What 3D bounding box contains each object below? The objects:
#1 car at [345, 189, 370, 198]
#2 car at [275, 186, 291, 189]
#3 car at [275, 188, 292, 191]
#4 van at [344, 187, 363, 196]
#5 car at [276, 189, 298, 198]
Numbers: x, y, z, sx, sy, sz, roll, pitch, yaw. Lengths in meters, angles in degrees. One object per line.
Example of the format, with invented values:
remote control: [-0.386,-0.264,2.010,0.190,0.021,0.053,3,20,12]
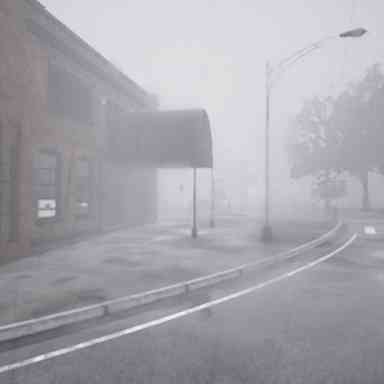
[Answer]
car: [41.294,0.716,81.966,5.008,1.535,2.097,0,4,-6]
car: [25.611,0.187,89.695,4.553,1.767,2.185,-2,4,-8]
car: [25.002,0.549,86.832,4.792,1.488,2.163,-2,4,-8]
van: [42.136,0.279,84.866,4.442,1.987,1.878,0,4,-6]
car: [24.364,0.768,83.948,4.674,1.452,2.002,-2,4,-8]
